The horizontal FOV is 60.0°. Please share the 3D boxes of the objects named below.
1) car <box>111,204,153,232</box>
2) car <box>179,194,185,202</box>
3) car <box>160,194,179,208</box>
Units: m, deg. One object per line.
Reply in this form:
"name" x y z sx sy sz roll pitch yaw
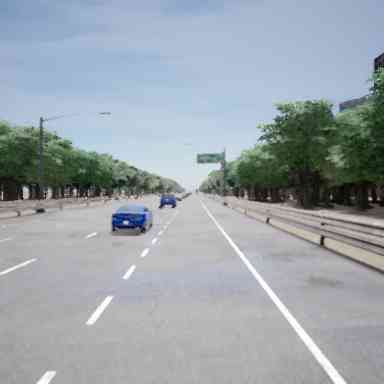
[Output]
"car" -3.483 1.482 20.046 1.882 1.535 5.008 0 0 0
"car" -3.189 1.578 79.153 1.895 1.301 4.718 0 0 0
"car" -3.389 1.229 47.994 2.150 2.045 5.566 0 0 0
